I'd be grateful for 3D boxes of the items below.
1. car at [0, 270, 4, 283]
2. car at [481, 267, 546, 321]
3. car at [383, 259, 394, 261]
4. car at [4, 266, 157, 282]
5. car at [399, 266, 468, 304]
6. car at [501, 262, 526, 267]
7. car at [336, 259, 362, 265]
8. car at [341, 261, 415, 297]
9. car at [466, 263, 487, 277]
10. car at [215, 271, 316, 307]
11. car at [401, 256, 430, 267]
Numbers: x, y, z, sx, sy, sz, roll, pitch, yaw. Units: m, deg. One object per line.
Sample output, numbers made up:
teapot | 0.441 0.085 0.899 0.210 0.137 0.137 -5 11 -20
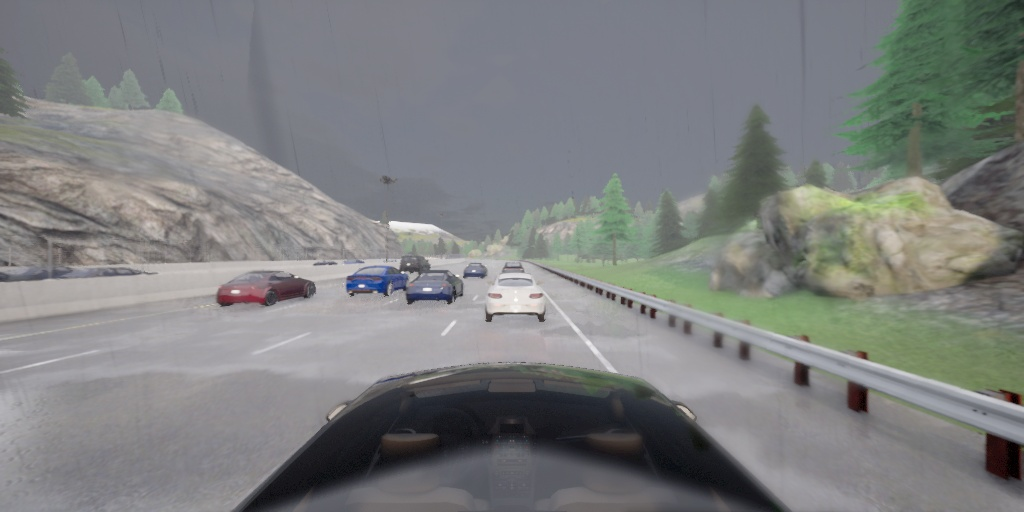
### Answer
car | -24.597 1.298 15.653 2.033 1.411 5.357 0 0 0
car | 0.103 1.274 12.346 1.812 1.442 4.674 0 0 0
car | -21.017 1.274 60.680 1.812 1.442 4.674 0 0 1
car | -21.096 1.297 18.367 2.033 1.411 5.357 0 0 0
car | -3.396 1.313 16.406 1.994 1.385 4.181 0 0 0
car | 0.108 1.240 30.076 2.128 1.511 4.902 0 0 0
car | -24.537 1.226 55.232 1.882 1.535 5.008 0 0 1
car | -6.895 1.227 18.923 1.882 1.535 5.008 0 0 0
car | -3.391 1.313 33.830 1.994 1.385 4.181 0 0 0
car | -10.396 1.314 15.509 1.994 1.385 4.181 0 0 0
car | -10.388 0.970 38.646 2.150 2.045 5.566 0 0 0
